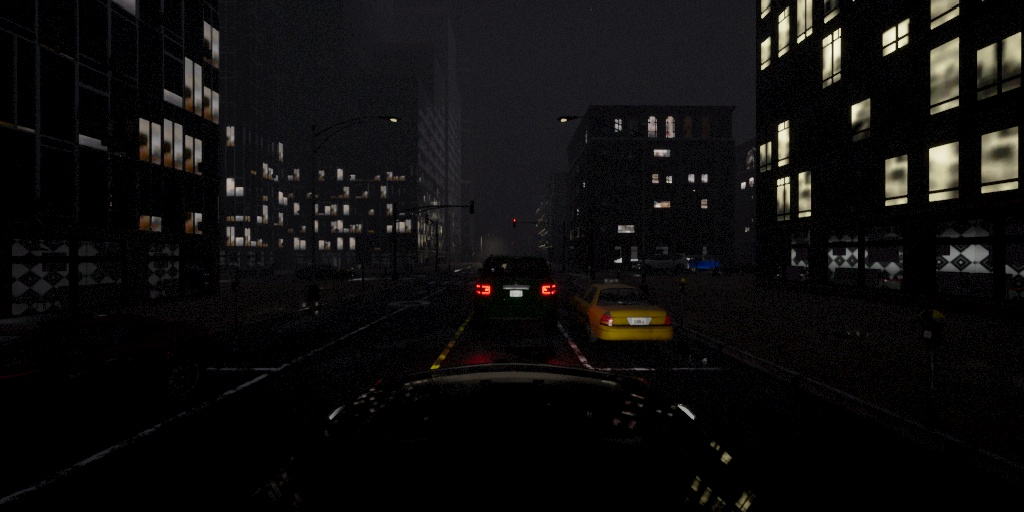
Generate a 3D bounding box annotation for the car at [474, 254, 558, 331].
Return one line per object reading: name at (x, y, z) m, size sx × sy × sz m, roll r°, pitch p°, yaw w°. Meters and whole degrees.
car at (0.090, 0.971, 11.072) m, size 2.150 × 2.045 × 5.566 m, roll 0°, pitch 0°, yaw 0°

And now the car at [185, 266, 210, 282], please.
car at (-30.364, 1.640, 33.736) m, size 4.892 × 1.490 × 1.837 m, roll -1°, pitch 0°, yaw -1°

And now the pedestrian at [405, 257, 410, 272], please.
pedestrian at (-12.387, 1.020, 42.342) m, size 0.375 × 1.860 × 0.375 m, roll 0°, pitch 1°, yaw -1°

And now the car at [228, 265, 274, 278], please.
car at (-28.436, 1.648, 39.143) m, size 4.403 × 1.370 × 2.007 m, roll 0°, pitch 0°, yaw -1°

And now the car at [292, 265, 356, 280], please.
car at (-17.719, 1.515, 33.907) m, size 5.357 × 1.411 × 2.033 m, roll -1°, pitch 0°, yaw -1°

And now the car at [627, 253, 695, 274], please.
car at (15.401, 0.755, 37.271) m, size 5.566 × 2.045 × 2.150 m, roll -1°, pitch 0°, yaw -1°

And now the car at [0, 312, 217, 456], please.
car at (-5.317, 1.332, 3.783) m, size 1.802 × 1.307 × 4.207 m, roll 0°, pitch 0°, yaw 0°

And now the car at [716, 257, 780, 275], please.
car at (21.060, 1.019, 31.921) m, size 4.507 × 1.381 × 1.888 m, roll 0°, pitch 0°, yaw -1°

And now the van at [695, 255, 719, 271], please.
van at (20.945, 0.799, 39.800) m, size 3.998 × 1.789 × 1.690 m, roll 0°, pitch 0°, yaw -1°

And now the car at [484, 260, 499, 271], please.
car at (-2.916, 1.300, 51.973) m, size 2.033 × 1.411 × 5.357 m, roll 0°, pitch 0°, yaw -3°

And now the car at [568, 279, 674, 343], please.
car at (2.558, 1.275, 9.519) m, size 1.751 × 1.417 × 4.829 m, roll 0°, pitch 0°, yaw 0°
